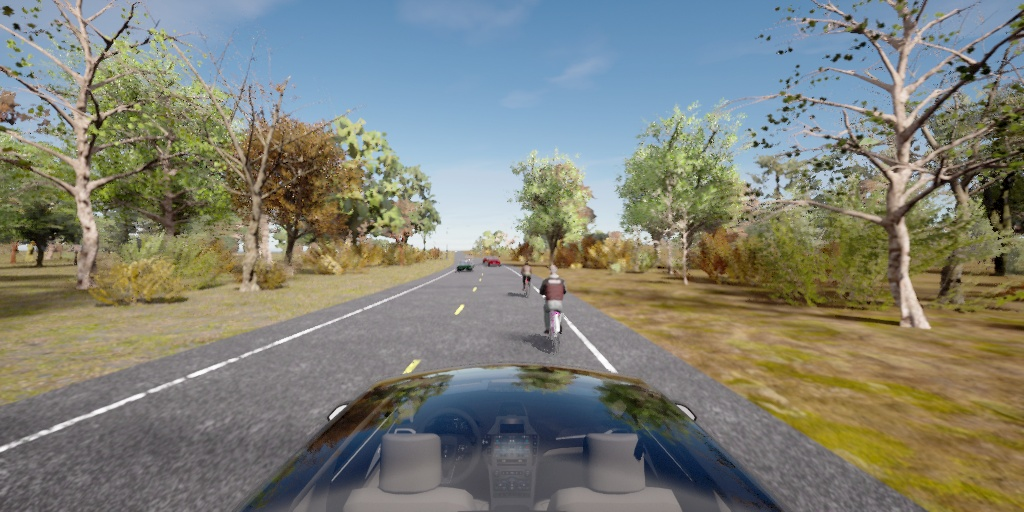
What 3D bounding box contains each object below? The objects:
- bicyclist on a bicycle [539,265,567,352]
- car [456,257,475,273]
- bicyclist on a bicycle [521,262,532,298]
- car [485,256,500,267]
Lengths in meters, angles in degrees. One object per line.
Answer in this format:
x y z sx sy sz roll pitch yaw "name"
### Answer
0.895 1.086 7.956 0.659 1.776 1.843 0 1 -1 "bicyclist on a bicycle"
-5.036 1.127 39.207 1.895 1.301 4.718 0 0 -4 "car"
0.696 1.117 16.791 0.582 1.620 1.656 0 0 -2 "bicyclist on a bicycle"
-2.946 0.865 57.065 1.882 1.535 5.008 0 0 -6 "car"
